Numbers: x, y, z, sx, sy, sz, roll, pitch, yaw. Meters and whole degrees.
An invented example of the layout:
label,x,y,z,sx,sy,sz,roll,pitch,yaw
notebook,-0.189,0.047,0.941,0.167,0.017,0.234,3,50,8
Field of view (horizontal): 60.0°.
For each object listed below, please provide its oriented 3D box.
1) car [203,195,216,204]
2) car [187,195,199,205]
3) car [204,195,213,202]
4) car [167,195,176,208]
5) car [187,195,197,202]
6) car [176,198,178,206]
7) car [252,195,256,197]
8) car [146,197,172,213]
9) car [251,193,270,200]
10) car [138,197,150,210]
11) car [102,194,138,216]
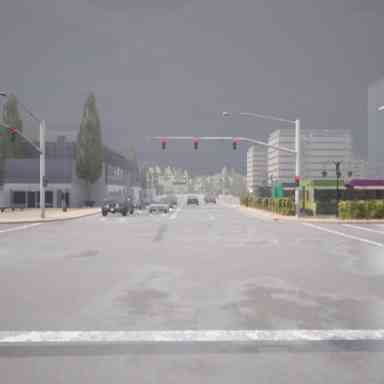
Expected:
label,x,y,z,sx,sy,sz,roll,pitch,yaw
car,3.549,1.475,63.596,2.128,1.511,4.902,0,0,0
car,0.156,1.462,59.010,1.882,1.535,5.008,0,0,0
car,3.557,1.378,73.872,1.812,1.442,4.674,0,0,0
car,-3.563,1.493,46.040,1.837,1.490,4.892,0,0,0
car,0.058,1.506,74.170,2.128,1.511,4.902,0,0,0
car,-3.540,1.338,55.904,2.097,1.767,4.553,0,0,0
car,17.853,1.135,83.858,3.866,1.878,1.905,0,0,-1
car,-3.572,1.591,36.725,1.895,1.301,4.718,0,0,0
car,17.836,1.131,86.753,4.605,1.855,1.932,0,0,-1
car,-7.067,1.481,42.275,2.128,1.511,4.902,0,0,0
car,-7.088,1.213,32.387,2.150,2.045,5.566,0,0,1
